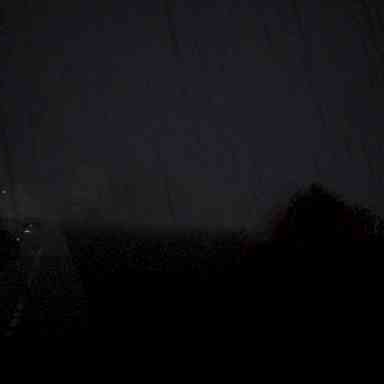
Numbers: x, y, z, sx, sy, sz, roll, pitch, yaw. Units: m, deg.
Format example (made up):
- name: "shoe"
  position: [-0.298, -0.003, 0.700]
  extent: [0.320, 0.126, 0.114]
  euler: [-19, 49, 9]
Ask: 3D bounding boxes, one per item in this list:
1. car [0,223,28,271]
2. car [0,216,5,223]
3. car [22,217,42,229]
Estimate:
- name: "car"
  position: [-8.015, 2.148, 12.991]
  extent: [2.033, 1.411, 5.357]
  euler: [3, -4, -20]
- name: "car"
  position: [-20.762, 3.122, 34.613]
  extent: [2.033, 1.411, 5.357]
  euler: [4, -4, -22]
- name: "car"
  position: [-18.533, 3.526, 38.671]
  extent: [1.895, 1.301, 4.718]
  euler: [4, -4, -22]
